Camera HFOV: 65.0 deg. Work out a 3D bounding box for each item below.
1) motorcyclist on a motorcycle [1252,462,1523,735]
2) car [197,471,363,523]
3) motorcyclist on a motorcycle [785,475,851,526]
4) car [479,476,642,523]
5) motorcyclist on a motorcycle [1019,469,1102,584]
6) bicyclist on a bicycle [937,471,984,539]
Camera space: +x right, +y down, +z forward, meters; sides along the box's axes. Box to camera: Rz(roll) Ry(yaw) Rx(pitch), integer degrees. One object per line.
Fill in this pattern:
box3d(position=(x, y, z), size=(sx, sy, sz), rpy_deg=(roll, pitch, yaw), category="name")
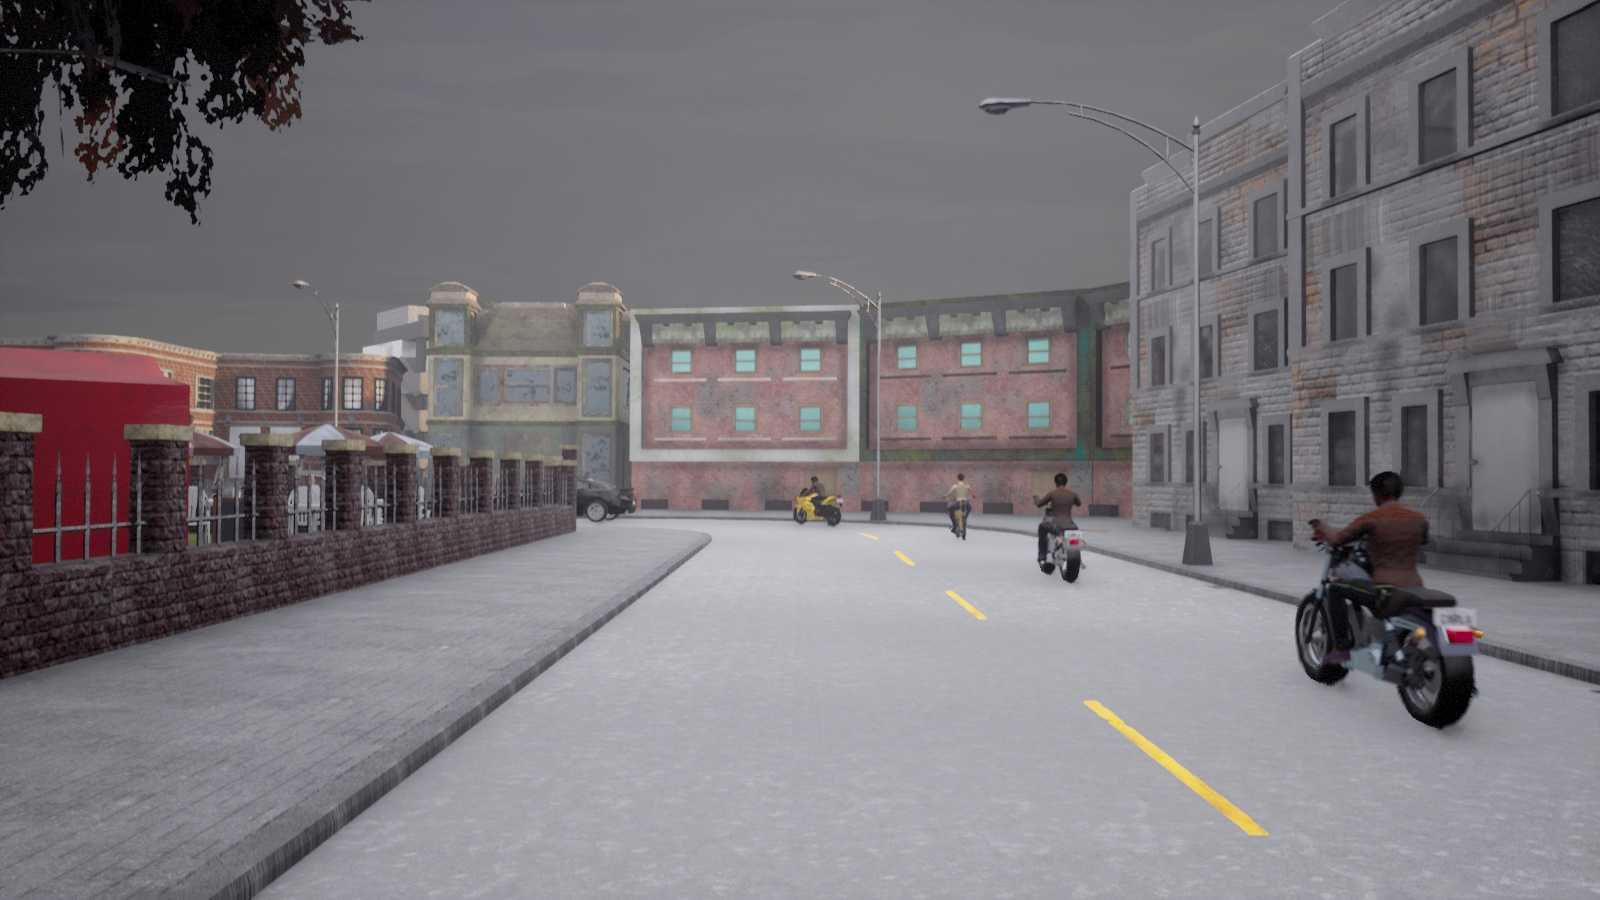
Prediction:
box3d(position=(3.977, 0.922, 8.777), size=(0.766, 1.649, 2.350), rpy_deg=(0, -1, 0), category="motorcyclist on a motorcycle")
box3d(position=(-17.227, 1.537, 41.796), size=(4.611, 1.667, 2.242), rpy_deg=(0, -1, 0), category="car")
box3d(position=(0.540, 1.546, 38.749), size=(2.044, 1.523, 0.797), rpy_deg=(-1, -2, 44), category="motorcyclist on a motorcycle")
box3d(position=(-7.928, 1.633, 41.769), size=(5.008, 1.535, 1.882), rpy_deg=(0, -1, 6), category="car")
box3d(position=(3.951, 1.124, 19.265), size=(0.766, 1.649, 2.350), rpy_deg=(0, -1, 0), category="motorcyclist on a motorcycle")
box3d(position=(3.906, 1.330, 30.628), size=(0.866, 1.612, 1.509), rpy_deg=(-1, -1, -2), category="bicyclist on a bicycle")
